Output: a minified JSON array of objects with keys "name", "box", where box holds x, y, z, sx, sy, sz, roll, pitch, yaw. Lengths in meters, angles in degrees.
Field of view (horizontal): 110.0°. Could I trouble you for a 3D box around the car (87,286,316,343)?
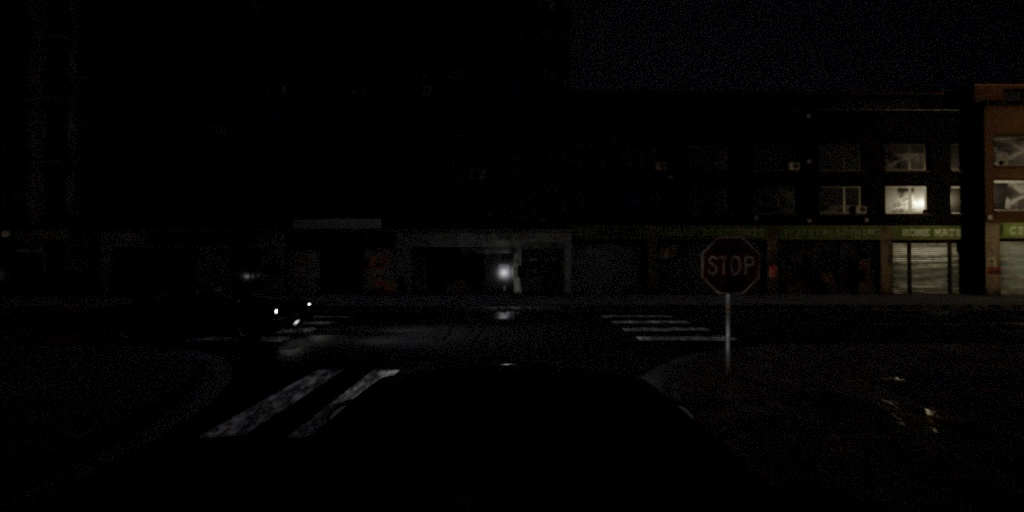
[{"name":"car","box":[-7.967,1.463,9.579,4.718,1.301,1.895,0,-1,0]}]
